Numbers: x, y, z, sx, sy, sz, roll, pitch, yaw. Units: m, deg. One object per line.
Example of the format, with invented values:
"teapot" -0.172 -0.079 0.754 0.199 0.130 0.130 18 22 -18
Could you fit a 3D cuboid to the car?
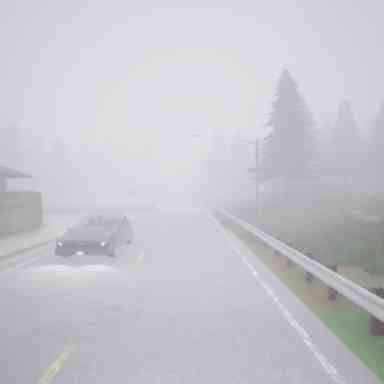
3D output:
"car" -3.502 1.545 13.090 2.033 1.411 5.357 0 0 0
